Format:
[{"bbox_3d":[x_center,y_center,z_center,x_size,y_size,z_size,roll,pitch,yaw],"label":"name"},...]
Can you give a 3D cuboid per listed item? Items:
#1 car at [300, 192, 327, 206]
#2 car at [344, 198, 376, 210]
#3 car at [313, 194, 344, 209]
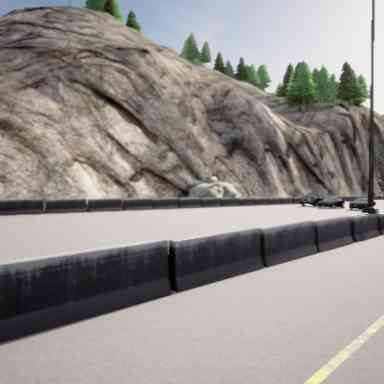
[{"bbox_3d":[17.478,1.046,47.373,5.566,2.045,2.150,1,1,-45],"label":"car"},{"bbox_3d":[21.085,1.456,41.109,5.008,1.535,1.882,1,1,-45],"label":"car"},{"bbox_3d":[18.061,1.365,43.036,5.008,1.535,1.882,1,1,-45],"label":"car"}]
